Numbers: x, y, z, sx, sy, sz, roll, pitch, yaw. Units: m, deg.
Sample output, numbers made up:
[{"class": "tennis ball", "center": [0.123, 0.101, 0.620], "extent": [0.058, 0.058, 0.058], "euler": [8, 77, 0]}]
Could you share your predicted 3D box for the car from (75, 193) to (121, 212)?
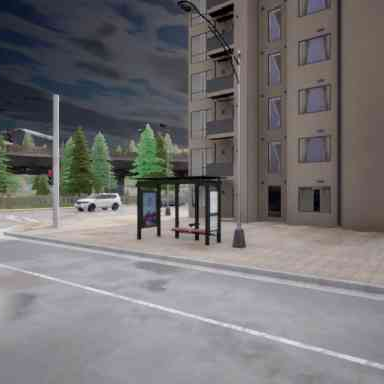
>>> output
[{"class": "car", "center": [-10.742, 1.166, 38.486], "extent": [2.150, 2.045, 5.566], "euler": [0, 0, 37]}]

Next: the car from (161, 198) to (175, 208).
[{"class": "car", "center": [-3.449, 1.491, 47.291], "extent": [5.357, 1.411, 2.033], "euler": [0, 0, -45]}]
